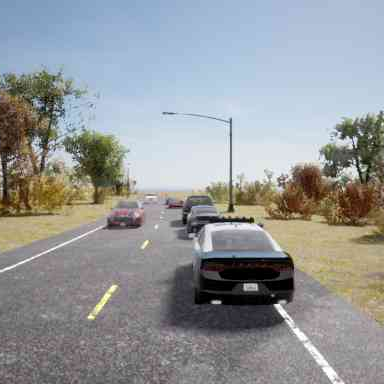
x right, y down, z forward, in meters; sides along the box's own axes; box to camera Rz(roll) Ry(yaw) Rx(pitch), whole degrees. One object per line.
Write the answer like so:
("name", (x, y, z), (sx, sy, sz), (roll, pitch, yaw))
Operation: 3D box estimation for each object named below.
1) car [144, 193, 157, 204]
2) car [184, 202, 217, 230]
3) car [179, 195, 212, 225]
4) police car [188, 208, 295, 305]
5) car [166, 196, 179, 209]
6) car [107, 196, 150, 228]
("car", (-7.742, 1.184, 62.646), (2.150, 2.045, 5.566), (0, 0, -7))
("car", (0.651, 1.500, 18.215), (1.837, 1.490, 4.892), (0, 0, -2))
("car", (0.367, 1.212, 24.273), (2.150, 2.045, 5.566), (0, 0, -3))
("police car", (0.953, 1.424, 8.275), (1.930, 1.638, 5.238), (0, 0, -1))
("car", (-2.205, 1.543, 45.527), (1.994, 1.385, 4.181), (0, 0, -5))
("car", (-4.207, 1.345, 21.976), (2.097, 1.767, 4.553), (0, 0, -3))
